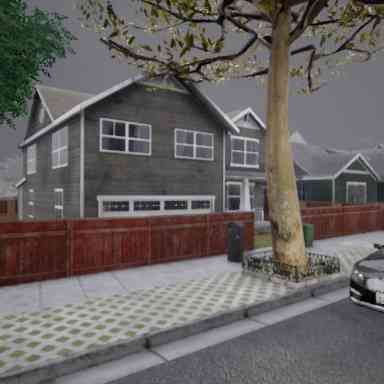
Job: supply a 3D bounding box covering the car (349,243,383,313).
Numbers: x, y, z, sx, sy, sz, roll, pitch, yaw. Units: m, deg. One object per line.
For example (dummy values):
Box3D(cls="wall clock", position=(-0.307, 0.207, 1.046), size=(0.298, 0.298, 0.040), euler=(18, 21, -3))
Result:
Box3D(cls="car", position=(5.146, 1.486, 6.833), size=(4.902, 1.511, 2.128), euler=(0, 0, -36))
